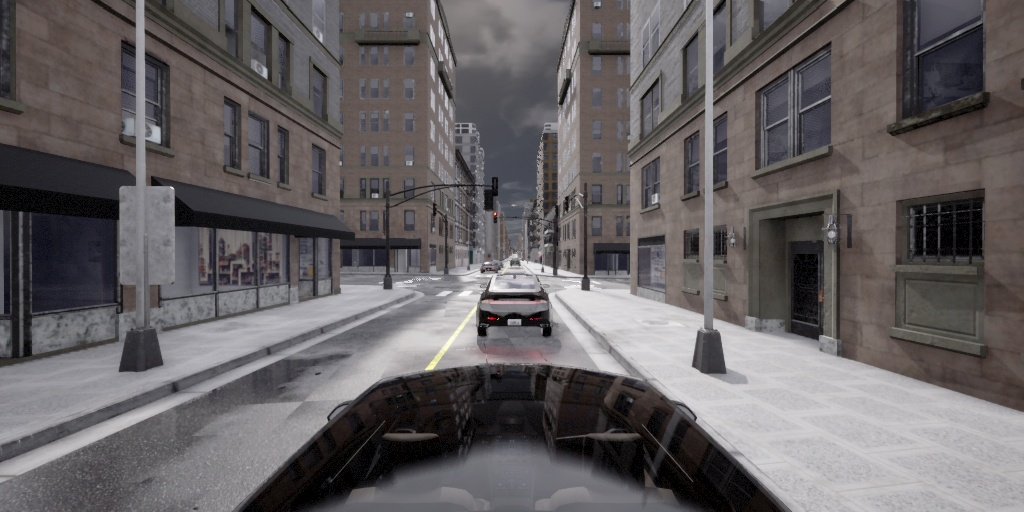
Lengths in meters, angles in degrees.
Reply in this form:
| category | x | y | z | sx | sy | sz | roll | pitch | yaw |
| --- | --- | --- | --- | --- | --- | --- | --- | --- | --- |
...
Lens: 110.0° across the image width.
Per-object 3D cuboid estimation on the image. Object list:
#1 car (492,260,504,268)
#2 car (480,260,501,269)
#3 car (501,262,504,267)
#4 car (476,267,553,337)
| category | x | y | z | sx | sy | sz | roll | pitch | yaw |
| --- | --- | --- | --- | --- | --- | --- | --- | --- | --- |
| car | -2.491 | 1.451 | 64.036 | 1.895 | 1.301 | 4.718 | 0 | 0 | 1 |
| car | -2.713 | 1.372 | 43.967 | 1.994 | 1.385 | 4.181 | 0 | 0 | 1 |
| car | -2.617 | 1.334 | 53.919 | 1.837 | 1.490 | 4.892 | 0 | 0 | 0 |
| car | 0.075 | 1.243 | 10.311 | 2.128 | 1.511 | 4.902 | 0 | 0 | 1 |
